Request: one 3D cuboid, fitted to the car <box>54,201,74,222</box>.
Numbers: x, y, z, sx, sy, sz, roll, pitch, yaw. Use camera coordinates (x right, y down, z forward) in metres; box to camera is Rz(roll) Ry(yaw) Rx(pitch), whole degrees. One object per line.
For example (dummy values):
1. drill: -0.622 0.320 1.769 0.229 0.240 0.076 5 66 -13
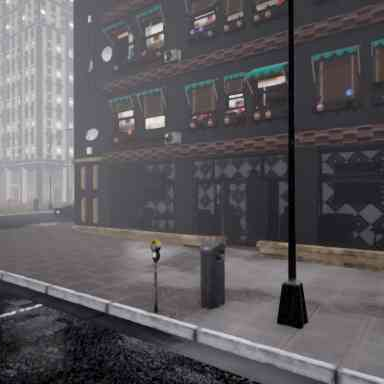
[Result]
1. car: -7.303 1.279 22.814 1.947 1.339 4.313 1 1 35
